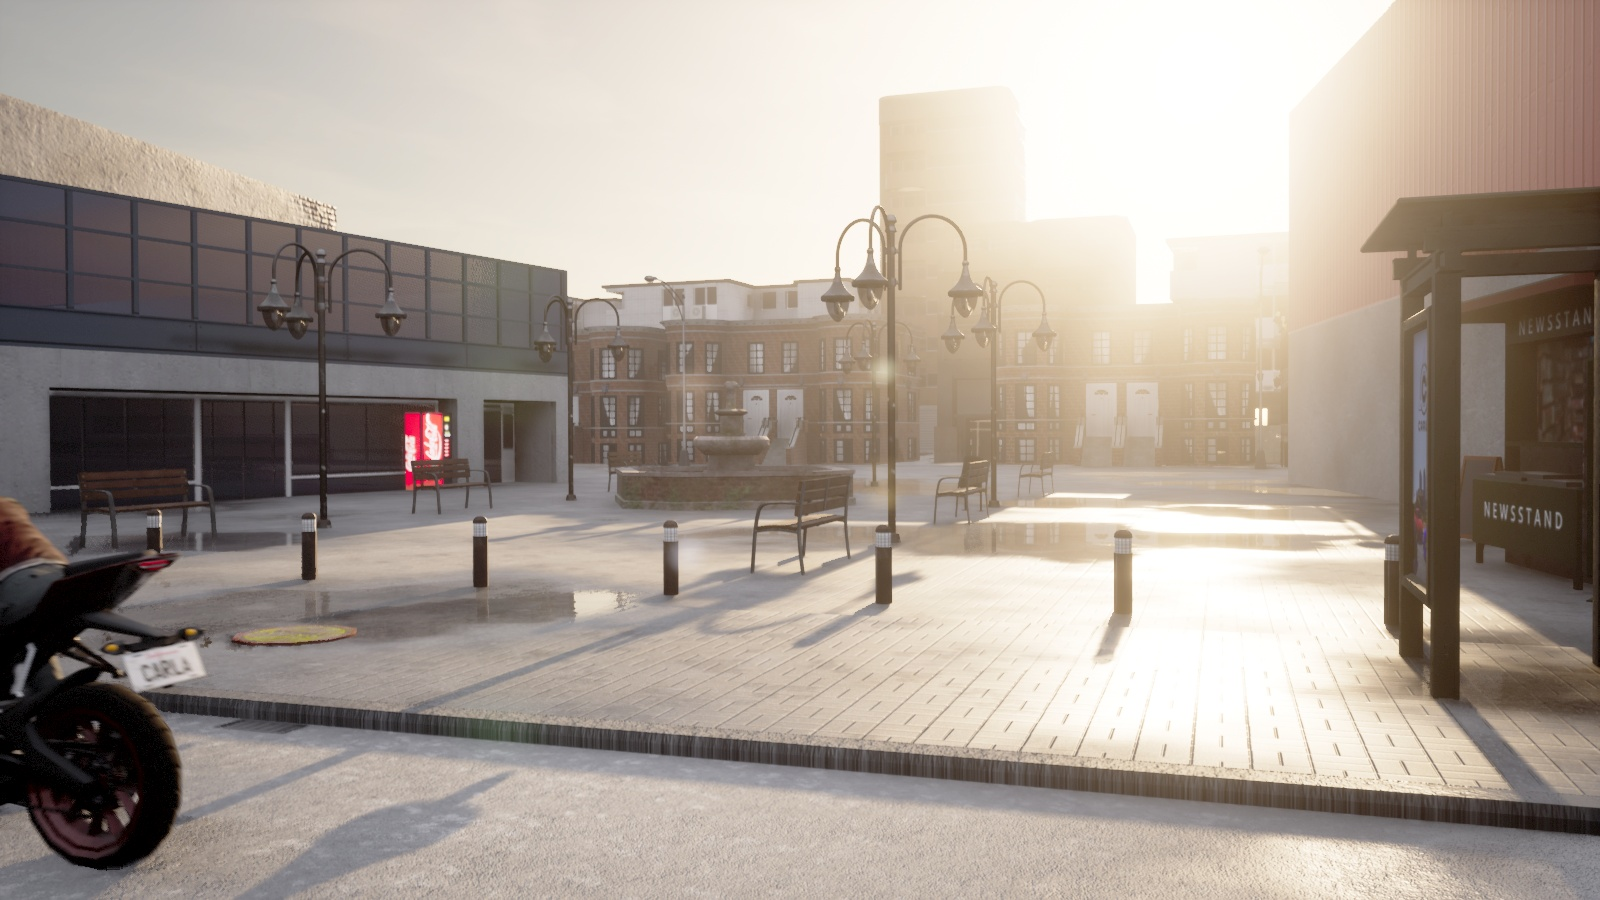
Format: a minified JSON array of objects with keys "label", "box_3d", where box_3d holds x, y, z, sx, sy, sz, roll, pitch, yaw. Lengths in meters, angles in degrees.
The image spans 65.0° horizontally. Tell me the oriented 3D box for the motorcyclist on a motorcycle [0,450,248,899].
[{"label":"motorcyclist on a motorcycle","box_3d":[-3.334,0.773,4.841,2.191,1.530,0.866,1,1,19]}]
